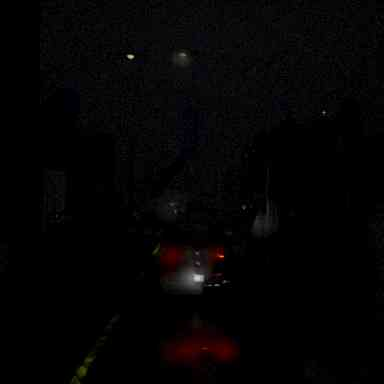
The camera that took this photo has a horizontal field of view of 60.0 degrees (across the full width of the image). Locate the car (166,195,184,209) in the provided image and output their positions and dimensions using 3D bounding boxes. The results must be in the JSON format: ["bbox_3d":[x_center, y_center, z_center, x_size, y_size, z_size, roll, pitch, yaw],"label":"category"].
[{"bbox_3d":[-2.651,1.565,47.848,2.128,1.511,4.902,0,0,2],"label":"car"}]

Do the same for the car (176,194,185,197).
[{"bbox_3d":[-2.598,1.632,59.852,2.033,1.411,5.357,0,0,1],"label":"car"}]

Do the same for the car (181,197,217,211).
[{"bbox_3d":[1.030,1.641,39.561,2.033,1.411,5.357,1,0,-25],"label":"car"}]

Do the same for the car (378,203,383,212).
[{"bbox_3d":[22.508,1.406,35.689,4.674,1.442,1.812,-1,-1,-1],"label":"car"}]

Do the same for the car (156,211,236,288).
[{"bbox_3d":[0.087,1.529,9.304,1.837,1.490,4.892,0,0,0],"label":"car"}]

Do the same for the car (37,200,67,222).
[{"bbox_3d":[-11.958,1.349,25.235,4.553,1.767,2.097,0,-1,3],"label":"car"}]

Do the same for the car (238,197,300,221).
[{"bbox_3d":[5.758,1.179,24.670,4.553,1.767,2.097,0,-1,-22],"label":"car"}]

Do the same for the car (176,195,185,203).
[{"bbox_3d":[-2.568,1.573,75.451,1.882,1.535,5.008,0,0,0],"label":"car"}]

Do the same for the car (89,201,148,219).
[{"bbox_3d":[-6.297,1.529,28.688,5.008,1.535,1.882,0,-1,-1],"label":"car"}]
